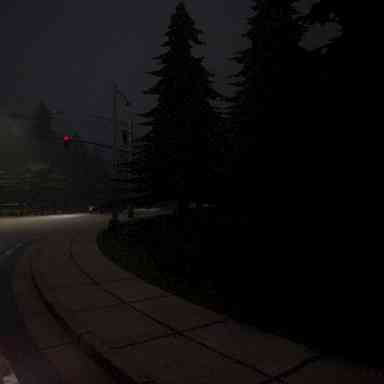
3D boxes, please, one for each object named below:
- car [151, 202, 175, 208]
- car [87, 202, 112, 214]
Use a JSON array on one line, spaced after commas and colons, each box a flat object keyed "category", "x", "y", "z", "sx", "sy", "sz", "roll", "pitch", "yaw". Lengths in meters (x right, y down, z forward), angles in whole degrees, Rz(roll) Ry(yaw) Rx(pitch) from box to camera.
[{"category": "car", "x": -4.275, "y": 1.352, "z": 46.104, "sx": 2.097, "sy": 1.767, "sz": 4.553, "roll": 0, "pitch": 0, "yaw": 28}, {"category": "car", "x": -9.297, "y": 1.492, "z": 36.270, "sx": 2.128, "sy": 1.511, "sz": 4.902, "roll": 0, "pitch": 0, "yaw": 26}]
